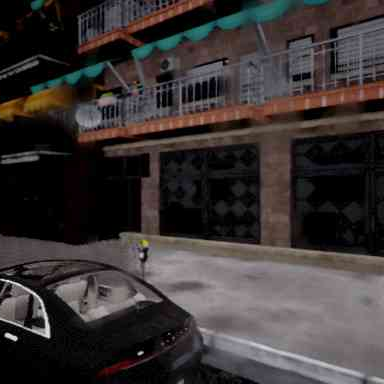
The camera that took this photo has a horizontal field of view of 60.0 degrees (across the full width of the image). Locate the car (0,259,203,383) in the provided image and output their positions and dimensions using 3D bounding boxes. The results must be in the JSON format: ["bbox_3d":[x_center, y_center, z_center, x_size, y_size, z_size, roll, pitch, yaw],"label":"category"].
[{"bbox_3d":[-1.938,1.566,4.258,4.403,1.369,2.008,0,0,36],"label":"car"}]
